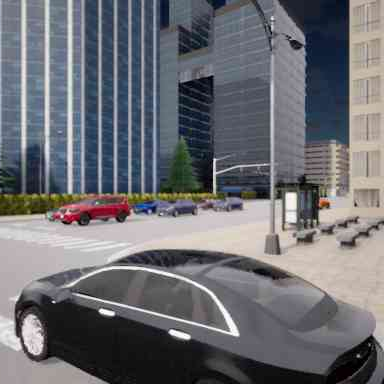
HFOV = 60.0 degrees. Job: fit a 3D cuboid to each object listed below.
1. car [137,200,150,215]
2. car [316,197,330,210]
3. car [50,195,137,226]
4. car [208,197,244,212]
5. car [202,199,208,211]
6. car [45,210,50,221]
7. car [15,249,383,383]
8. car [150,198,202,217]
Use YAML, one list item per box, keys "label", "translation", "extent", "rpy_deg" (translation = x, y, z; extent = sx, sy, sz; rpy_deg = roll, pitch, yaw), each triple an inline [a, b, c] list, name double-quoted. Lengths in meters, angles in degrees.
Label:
- label: "car"
  translation: [-3.897, 1.517, 34.275]
  extent: [1.882, 1.535, 5.008]
  rpy_deg: [0, 0, 36]
- label: "car"
  translation: [16.849, 1.399, 44.412]
  extent: [2.097, 1.767, 4.553]
  rpy_deg: [0, 0, 39]
- label: "car"
  translation: [-6.917, 1.264, 24.073]
  extent: [2.150, 2.045, 5.566]
  rpy_deg: [0, 0, 36]
- label: "car"
  translation: [4.341, 1.394, 39.712]
  extent: [2.097, 1.767, 4.553]
  rpy_deg: [0, 0, 36]
- label: "car"
  translation: [1.943, 1.565, 42.370]
  extent: [1.812, 1.442, 4.674]
  rpy_deg: [0, 0, 36]
- label: "car"
  translation: [-9.334, 1.565, 26.692]
  extent: [1.812, 1.442, 4.674]
  rpy_deg: [0, 0, 36]
- label: "car"
  translation: [-0.365, 1.505, 4.242]
  extent: [4.892, 1.490, 1.837]
  rpy_deg: [1, 0, 36]
- label: "car"
  translation: [-1.404, 1.394, 31.744]
  extent: [2.097, 1.767, 4.553]
  rpy_deg: [0, 0, 36]
